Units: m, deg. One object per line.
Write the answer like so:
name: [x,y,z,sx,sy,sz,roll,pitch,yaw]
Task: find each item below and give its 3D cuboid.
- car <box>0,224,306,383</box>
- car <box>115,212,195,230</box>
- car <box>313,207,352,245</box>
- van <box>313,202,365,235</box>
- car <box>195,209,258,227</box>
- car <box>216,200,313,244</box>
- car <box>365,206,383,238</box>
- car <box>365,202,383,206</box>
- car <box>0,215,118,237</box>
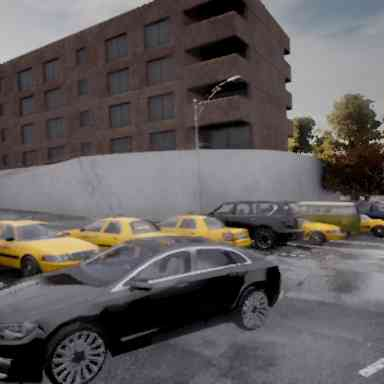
car: [-0.612,1.520,5.406,4.902,1.511,2.128,1,-1,-36]
car: [-2.739,1.553,11.834,5.366,1.575,1.946,-1,-1,34]
car: [4.859,1.700,16.859,5.366,1.575,1.946,0,-2,34]
van: [7.039,1.541,18.783,4.442,1.987,1.878,0,-1,34]
car: [-0.309,1.596,13.579,5.366,1.575,1.946,-1,-1,34]
car: [2.253,1.397,15.235,5.566,2.045,2.435,-1,-1,34]
car: [9.719,1.828,20.364,5.366,1.575,1.946,0,-2,34]
car: [11.972,1.648,22.238,5.566,2.045,2.435,0,-1,34]
car: [-4.868,1.511,9.886,5.366,1.575,1.946,-1,-1,35]
